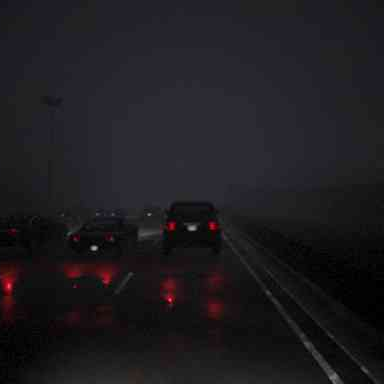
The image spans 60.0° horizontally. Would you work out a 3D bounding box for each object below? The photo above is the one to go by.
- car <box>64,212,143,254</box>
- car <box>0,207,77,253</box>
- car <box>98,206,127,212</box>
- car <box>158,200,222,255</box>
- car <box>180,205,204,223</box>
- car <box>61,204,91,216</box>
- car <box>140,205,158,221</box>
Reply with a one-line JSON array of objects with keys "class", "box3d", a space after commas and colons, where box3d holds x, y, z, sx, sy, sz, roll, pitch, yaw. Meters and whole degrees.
[{"class": "car", "box3d": [-3.493, 1.736, 14.116, 1.895, 1.301, 4.718, 0, -1, 0]}, {"class": "car", "box3d": [-6.991, 1.630, 14.303, 2.128, 1.511, 4.902, 0, 0, 0]}, {"class": "car", "box3d": [-6.987, 1.879, 29.116, 1.895, 1.301, 4.718, 0, -1, 0]}, {"class": "car", "box3d": [0.007, 1.351, 14.038, 2.150, 2.045, 5.566, 0, 0, 0]}, {"class": "car", "box3d": [0.013, 1.879, 29.112, 1.895, 1.301, 4.718, 0, -1, 0]}, {"class": "car", "box3d": [-10.483, 1.760, 29.490, 1.882, 1.535, 5.008, 0, 0, 0]}, {"class": "car", "box3d": [-3.485, 1.844, 29.292, 1.994, 1.385, 4.181, 0, -1, 0]}]
